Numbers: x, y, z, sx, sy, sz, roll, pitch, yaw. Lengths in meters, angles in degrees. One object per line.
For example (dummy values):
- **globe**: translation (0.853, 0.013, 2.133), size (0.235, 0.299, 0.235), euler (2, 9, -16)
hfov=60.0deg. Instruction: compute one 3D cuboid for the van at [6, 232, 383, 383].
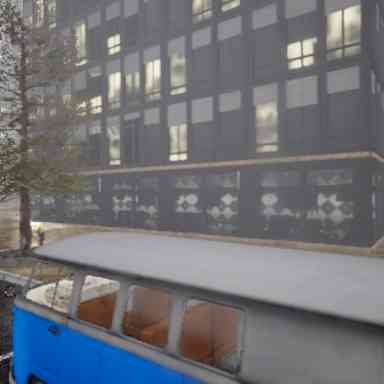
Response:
- **van**: translation (0.030, 1.340, 2.867), size (3.998, 1.788, 1.690), euler (0, -1, 36)
